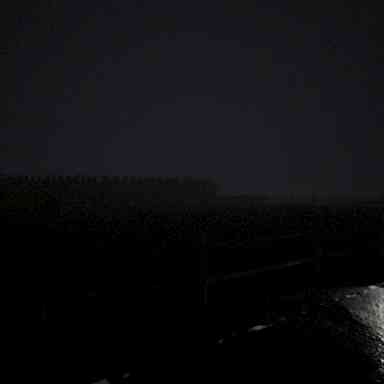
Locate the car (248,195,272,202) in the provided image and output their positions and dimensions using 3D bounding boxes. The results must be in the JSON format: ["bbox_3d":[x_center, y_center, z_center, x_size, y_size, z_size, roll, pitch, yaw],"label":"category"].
[{"bbox_3d":[12.594,1.117,61.642,1.895,1.301,4.718,-1,1,-35],"label":"car"}]
